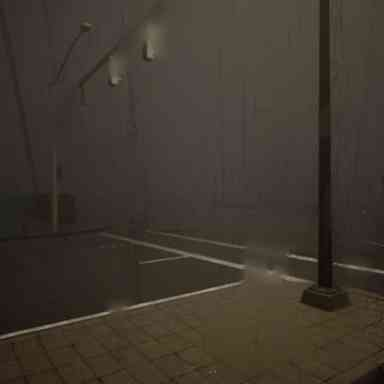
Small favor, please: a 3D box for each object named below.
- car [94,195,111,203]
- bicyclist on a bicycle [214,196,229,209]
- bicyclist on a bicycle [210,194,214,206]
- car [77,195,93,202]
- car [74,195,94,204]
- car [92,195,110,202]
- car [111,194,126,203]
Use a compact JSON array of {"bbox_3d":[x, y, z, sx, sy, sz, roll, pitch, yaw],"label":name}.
[{"bbox_3d":[-17.742,1.374,63.645,1.837,1.490,4.892,0,0,-35],"label":"car"},{"bbox_3d":[3.912,1.295,41.990,1.656,1.620,0.582,-1,0,-23],"label":"bicyclist on a bicycle"},{"bbox_3d":[2.909,1.131,46.897,0.582,1.620,1.656,0,1,21],"label":"bicyclist on a bicycle"},{"bbox_3d":[-22.933,1.369,71.058,1.837,1.490,4.892,0,0,-35],"label":"car"},{"bbox_3d":[-20.207,1.367,61.133,1.882,1.535,5.008,0,0,-35],"label":"car"},{"bbox_3d":[-20.053,1.389,73.048,2.033,1.411,5.357,0,0,-35],"label":"car"},{"bbox_3d":[-14.813,1.202,65.478,2.097,1.767,4.553,0,0,-35],"label":"car"}]
